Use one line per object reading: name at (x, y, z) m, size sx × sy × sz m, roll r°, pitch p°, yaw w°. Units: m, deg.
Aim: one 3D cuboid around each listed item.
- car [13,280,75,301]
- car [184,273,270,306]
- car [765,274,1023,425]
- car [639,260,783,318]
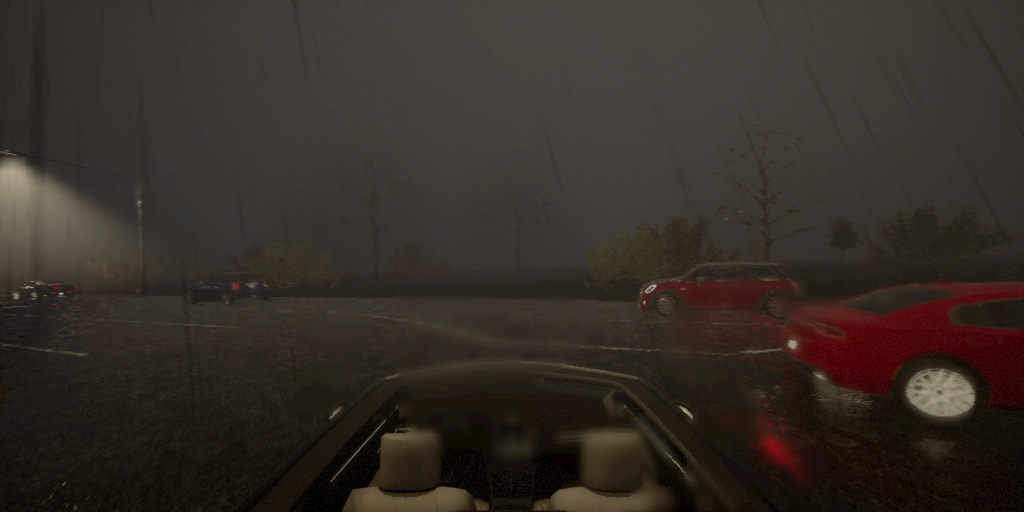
car at (-35.470, 2.570, 27.221) m, size 4.892 × 1.490 × 1.837 m, roll -2°, pitch -1°, yaw 20°
car at (-15.950, 1.771, 20.066) m, size 4.553 × 1.767 × 2.097 m, roll -2°, pitch -1°, yaw 20°
car at (6.386, 1.060, 4.337) m, size 5.008 × 1.535 × 1.882 m, roll -2°, pitch -1°, yaw 20°
car at (6.543, 1.017, 11.760) m, size 4.553 × 1.767 × 2.097 m, roll -2°, pitch -1°, yaw 20°
